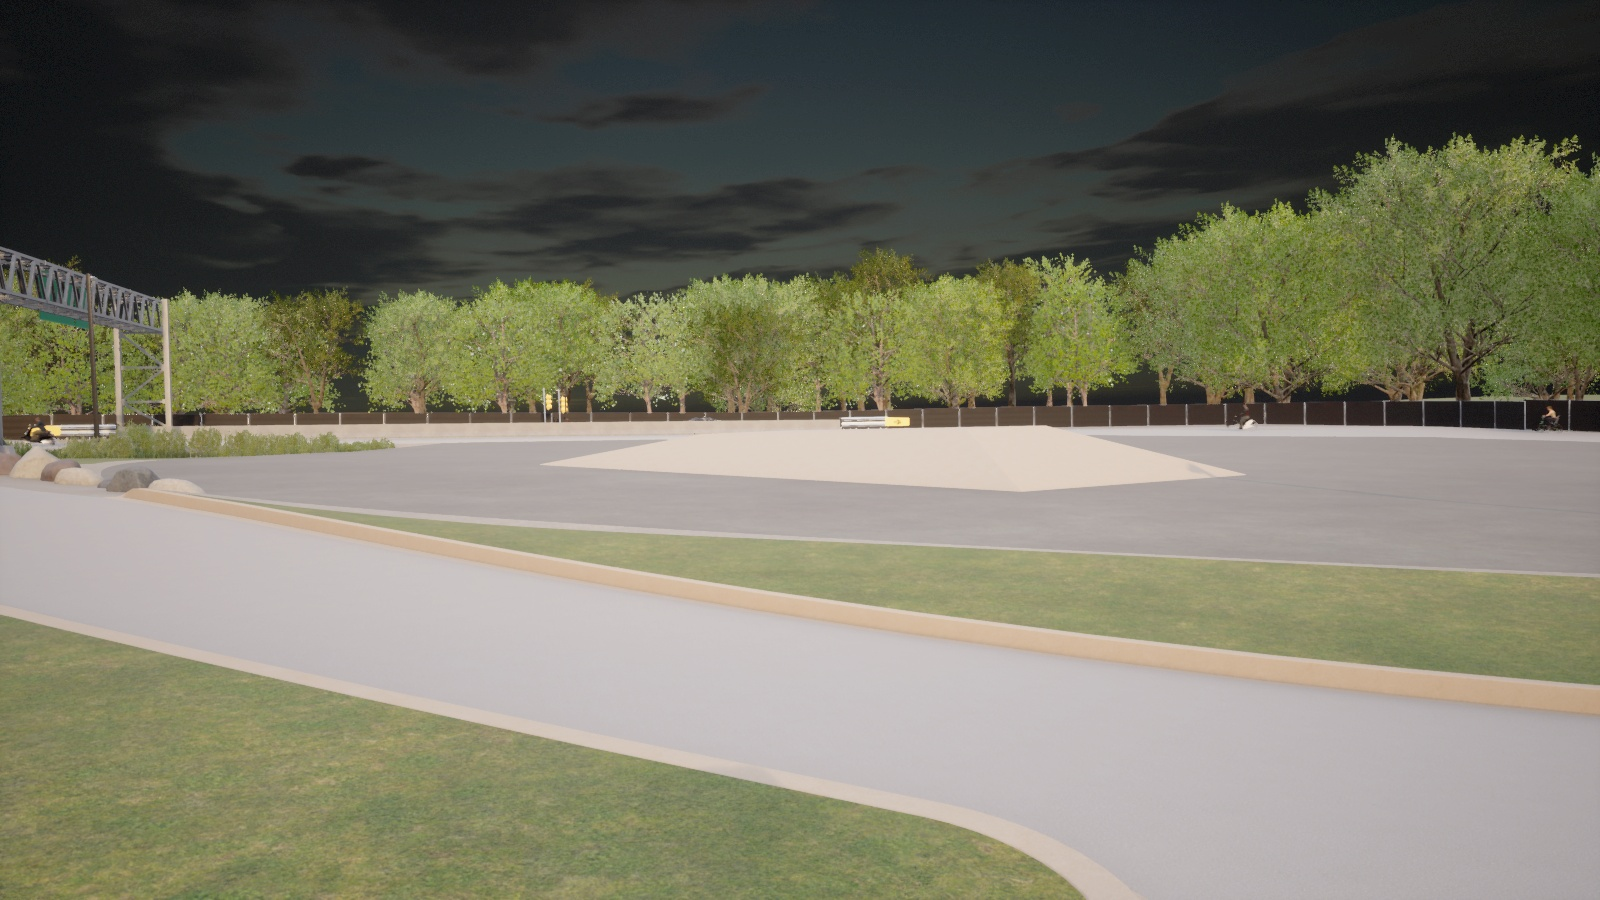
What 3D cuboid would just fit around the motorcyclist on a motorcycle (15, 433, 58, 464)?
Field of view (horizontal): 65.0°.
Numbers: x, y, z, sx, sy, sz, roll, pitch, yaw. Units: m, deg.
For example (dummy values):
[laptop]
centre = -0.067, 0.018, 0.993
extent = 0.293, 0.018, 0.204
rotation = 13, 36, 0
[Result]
[motorcyclist on a motorcycle]
centre = -42.308, -0.092, 69.587
extent = 1.817, 1.590, 0.866
rotation = -2, 2, -13
